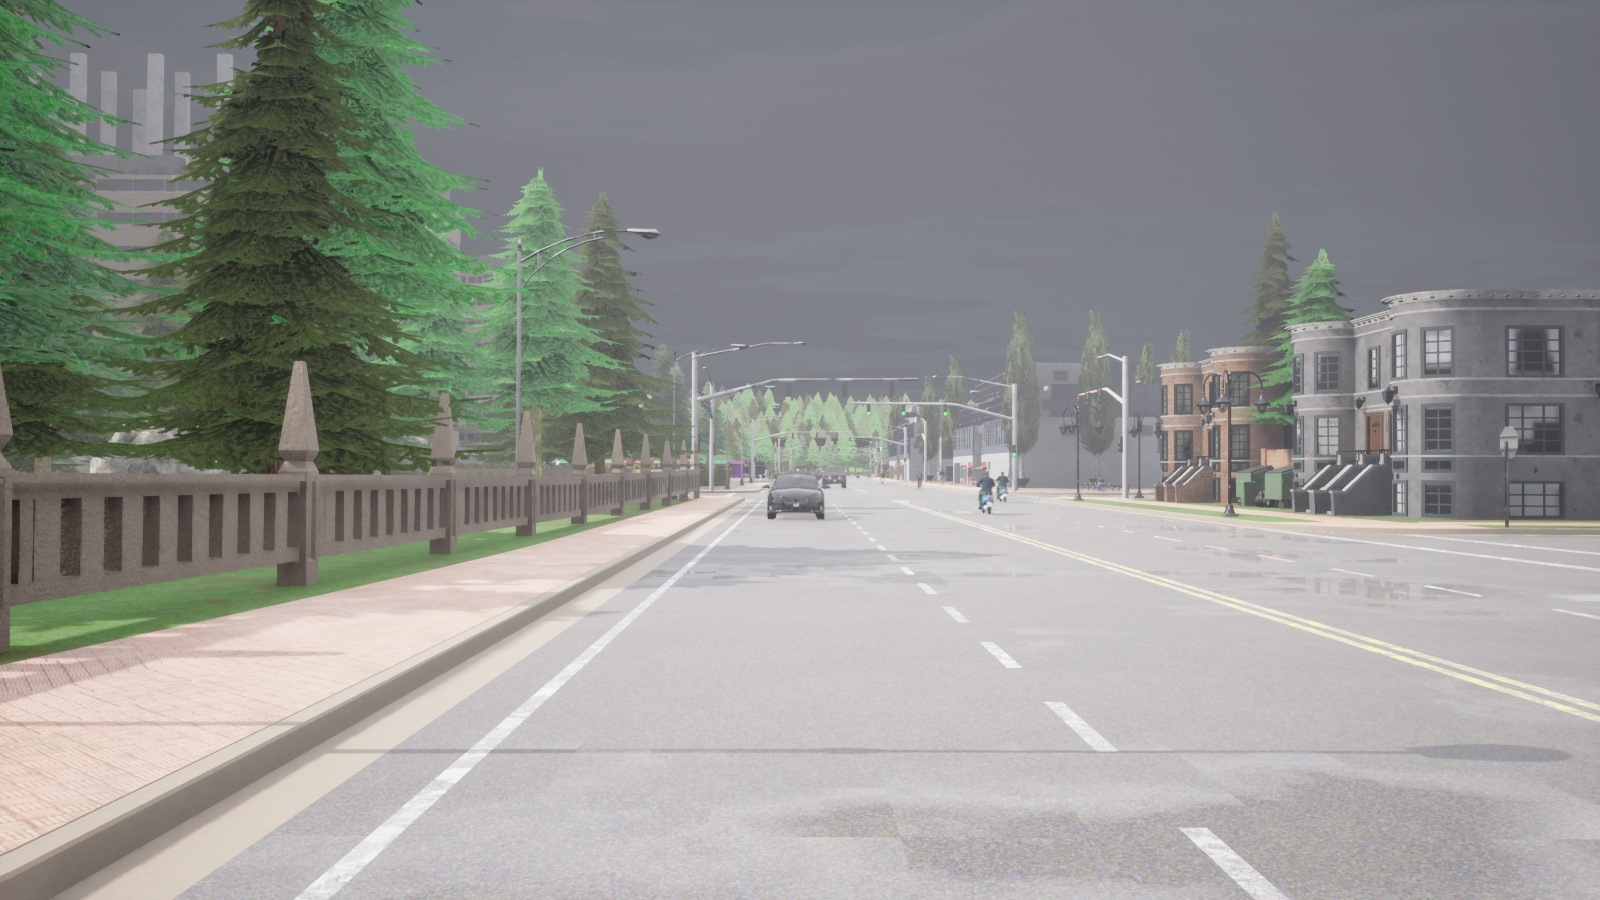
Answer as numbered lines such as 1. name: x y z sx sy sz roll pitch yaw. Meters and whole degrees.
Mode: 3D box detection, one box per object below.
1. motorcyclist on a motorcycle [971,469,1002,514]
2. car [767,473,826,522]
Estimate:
1. motorcyclist on a motorcycle: 6.870 1.517 46.347 0.866 1.590 1.817 0 -1 0
2. car: -0.116 1.515 41.469 1.837 1.490 4.892 0 -1 0
